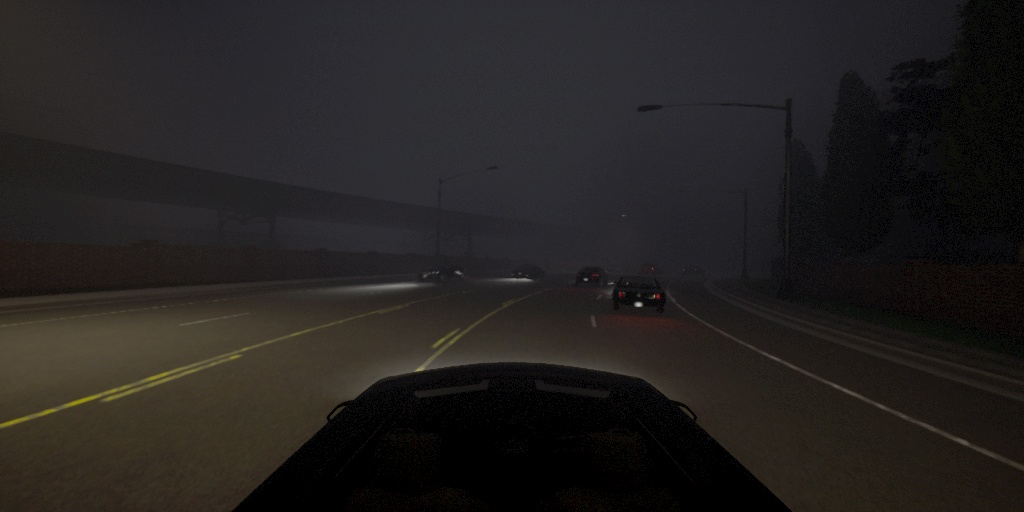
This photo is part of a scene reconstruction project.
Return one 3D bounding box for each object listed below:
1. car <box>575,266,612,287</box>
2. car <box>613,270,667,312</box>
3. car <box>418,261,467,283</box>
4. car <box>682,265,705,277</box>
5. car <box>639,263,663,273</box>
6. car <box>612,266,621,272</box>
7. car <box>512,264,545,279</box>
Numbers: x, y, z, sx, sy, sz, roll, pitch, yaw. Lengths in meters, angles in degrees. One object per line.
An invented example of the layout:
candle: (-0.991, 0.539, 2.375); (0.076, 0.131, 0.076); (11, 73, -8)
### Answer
car: (5.864, 1.438, 26.226); (1.812, 1.442, 4.674); (1, 0, 23)
car: (5.298, 1.482, 15.175); (1.895, 1.301, 4.718); (1, 0, 18)
car: (-5.179, 1.162, 27.367); (2.128, 1.511, 4.902); (1, 0, 22)
car: (26.365, 2.094, 51.939); (2.097, 1.767, 4.553); (1, -2, 43)
car: (18.526, 1.722, 47.748); (2.097, 1.767, 4.553); (1, -2, 37)
car: (17.130, 2.342, 62.617); (1.895, 1.301, 4.718); (1, -2, 43)
car: (1.595, 1.412, 34.039); (1.994, 1.385, 4.181); (1, 0, 27)
